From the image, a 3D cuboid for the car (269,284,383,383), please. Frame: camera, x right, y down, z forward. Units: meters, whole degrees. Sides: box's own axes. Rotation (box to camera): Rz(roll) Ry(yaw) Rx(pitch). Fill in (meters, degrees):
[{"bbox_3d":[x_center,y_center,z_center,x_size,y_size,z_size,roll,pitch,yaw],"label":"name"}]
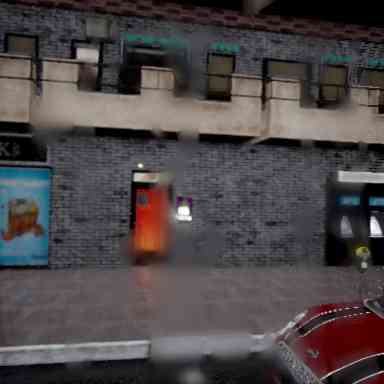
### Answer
[{"bbox_3d":[2.834,1.470,3.127,4.097,1.590,1.967,1,1,-9],"label":"car"}]
